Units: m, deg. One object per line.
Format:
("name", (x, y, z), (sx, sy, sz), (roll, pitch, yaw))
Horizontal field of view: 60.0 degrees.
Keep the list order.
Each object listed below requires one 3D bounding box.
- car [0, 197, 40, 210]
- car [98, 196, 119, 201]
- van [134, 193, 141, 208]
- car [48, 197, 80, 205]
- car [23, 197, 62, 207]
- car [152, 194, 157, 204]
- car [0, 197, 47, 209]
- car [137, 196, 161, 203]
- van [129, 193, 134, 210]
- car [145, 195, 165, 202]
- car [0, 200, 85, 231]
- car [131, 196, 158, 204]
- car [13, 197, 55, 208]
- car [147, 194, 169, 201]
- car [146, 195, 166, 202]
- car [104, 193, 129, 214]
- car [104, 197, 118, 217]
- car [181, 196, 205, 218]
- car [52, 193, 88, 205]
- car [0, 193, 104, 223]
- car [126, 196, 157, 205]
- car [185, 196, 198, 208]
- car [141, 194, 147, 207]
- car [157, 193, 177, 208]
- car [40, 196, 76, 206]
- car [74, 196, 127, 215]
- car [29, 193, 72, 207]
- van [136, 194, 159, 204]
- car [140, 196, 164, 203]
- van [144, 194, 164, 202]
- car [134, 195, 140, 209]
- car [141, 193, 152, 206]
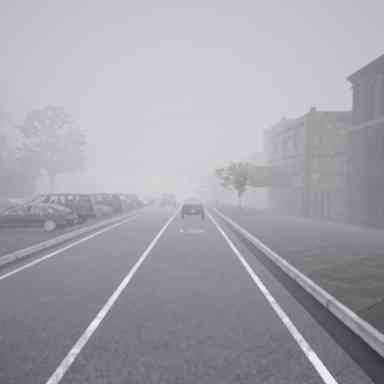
("car", (-21.768, 1.411, 40.676), (5.366, 1.575, 1.946), (0, 0, 0))
("car", (-22.048, 1.710, 88.054), (4.892, 1.521, 2.231), (0, 0, 0))
("van", (-8.990, 1.187, 40.799), (4.442, 1.987, 1.878), (0, 0, 0))
("car", (-21.981, 1.530, 57.262), (4.674, 1.452, 2.002), (0, 0, 0))
("car", (-21.997, 1.476, 49.032), (4.792, 1.488, 2.163), (0, 0, 0))
("car", (-8.900, 1.490, 57.619), (5.008, 1.535, 2.097), (0, 0, 0))
("car", (-21.953, 1.424, 43.462), (5.008, 1.535, 2.097), (0, 0, 0))
("car", (-8.897, 1.599, 68.828), (4.792, 1.488, 2.163), (0, 0, 0))
("van", (-8.749, 1.165, 35.193), (4.442, 1.987, 1.878), (0, 0, 0))
("car", (-8.978, 1.524, 80.042), (4.553, 1.767, 2.185), (0, 0, 0))
("car", (-8.852, 1.369, 18.377), (4.892, 1.521, 2.231), (0, 0, 0))
("car", (-8.945, 1.559, 63.221), (4.792, 1.488, 2.163), (0, 0, 0))
("car", (-21.934, 1.465, 46.247), (4.792, 1.488, 2.163), (0, 0, 0))
("car", (-8.935, 1.459, 88.452), (5.566, 2.045, 2.435), (0, 0, 0))
("car", (-8.921, 1.544, 82.845), (4.553, 1.767, 2.185), (0, 0, 0))
("car", (-8.888, 1.121, 29.588), (5.566, 2.045, 2.435), (0, 0, 0))
("car", (-8.865, 1.366, 26.782), (4.892, 1.521, 2.231), (0, 0, 0))
("car", (0.074, 1.379, 28.942), (1.882, 1.535, 5.008), (0, 0, 0))
("car", (-21.960, 1.257, 60.172), (5.566, 2.045, 2.435), (0, 0, 0))
("car", (-8.886, 1.112, 21.178), (5.566, 2.045, 2.435), (0, 0, 0))
("car", (-9.096, 1.506, 60.418), (5.366, 1.575, 1.946), (0, 0, 0))
("car", (-0.009, 1.431, 48.325), (1.801, 1.575, 5.366), (0, 0, 0))
("car", (-8.873, 1.424, 43.602), (5.008, 1.535, 2.097), (0, 0, 0))
("car", (-3.349, 1.196, 47.591), (2.150, 2.045, 5.566), (0, -1, 0))
("car", (-21.974, 1.475, 54.602), (5.008, 1.535, 2.097), (0, 0, 0))
("car", (-8.831, 1.254, 32.388), (4.553, 1.767, 2.185), (0, 0, 0))
("car", (-21.946, 1.208, 51.817), (5.566, 2.045, 2.435), (0, 0, 0))
("van", (-8.804, 1.324, 66.027), (4.442, 1.987, 1.878), (0, 0, 0))
("car", (-8.931, 1.609, 74.435), (5.008, 1.535, 2.097), (0, 0, 0))
("van", (-8.825, 1.404, 77.240), (4.442, 1.987, 1.878), (0, 0, 0))
("car", (-8.863, 1.403, 37.996), (4.892, 1.521, 2.231), (0, 0, 0))
("car", (-8.912, 1.184, 46.407), (5.566, 2.045, 2.435), (0, 0, 0))
